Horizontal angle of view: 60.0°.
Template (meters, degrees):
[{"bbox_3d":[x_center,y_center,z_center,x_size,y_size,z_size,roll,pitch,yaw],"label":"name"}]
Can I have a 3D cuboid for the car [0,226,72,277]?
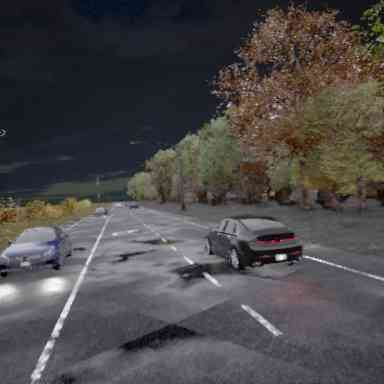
[{"bbox_3d":[-5.822,2.099,12.866,1.812,1.442,4.674,-4,-1,-13],"label":"car"}]

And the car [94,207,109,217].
[{"bbox_3d":[-14.576,3.190,53.302,1.812,1.442,4.674,-4,0,-9],"label":"car"}]

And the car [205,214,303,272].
[{"bbox_3d":[1.761,1.506,10.958,1.837,1.490,4.892,-4,-1,-13],"label":"car"}]

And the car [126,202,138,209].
[{"bbox_3d":[-14.599,3.306,83.192,2.097,1.767,4.553,-4,-1,-13],"label":"car"}]
